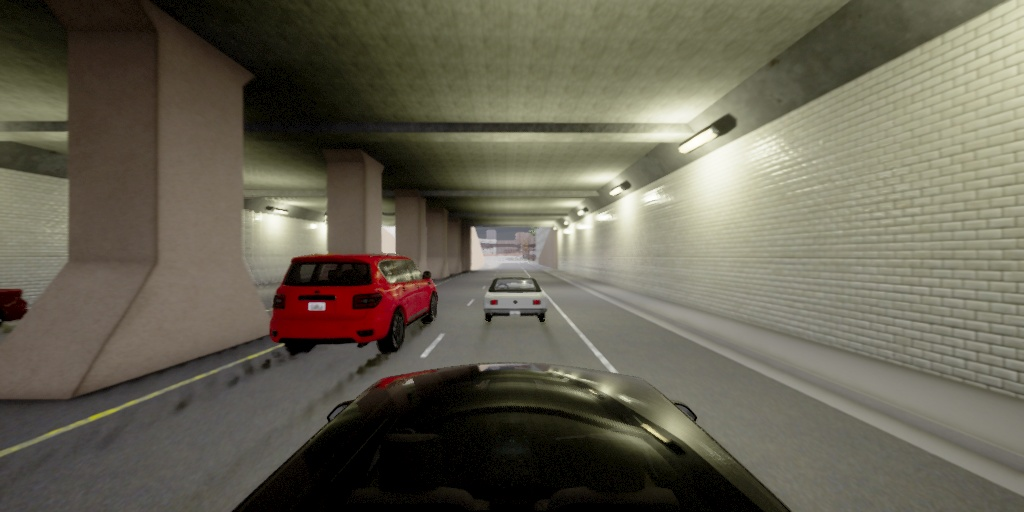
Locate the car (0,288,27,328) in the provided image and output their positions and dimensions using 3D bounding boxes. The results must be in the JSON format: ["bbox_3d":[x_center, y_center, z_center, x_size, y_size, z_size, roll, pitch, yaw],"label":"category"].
[{"bbox_3d":[-14.105,1.226,7.539,1.882,1.535,5.008,0,0,0],"label":"car"}]

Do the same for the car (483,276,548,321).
[{"bbox_3d":[0.092,1.349,12.420,1.895,1.301,4.718,0,0,0],"label":"car"}]

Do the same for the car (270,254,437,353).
[{"bbox_3d":[-3.406,0.970,8.935,2.150,2.045,5.566,0,0,0],"label":"car"}]
